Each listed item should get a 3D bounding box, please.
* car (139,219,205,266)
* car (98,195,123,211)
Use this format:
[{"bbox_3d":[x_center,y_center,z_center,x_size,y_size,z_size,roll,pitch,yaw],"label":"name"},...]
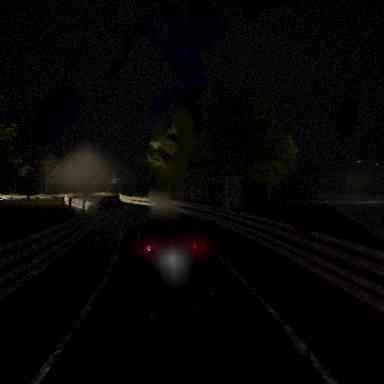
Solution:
[{"bbox_3d":[-0.875,1.581,11.537,1.895,1.301,4.718,0,0,-8],"label":"car"},{"bbox_3d":[-9.561,1.177,38.903,2.097,1.767,4.553,0,0,-26],"label":"car"}]
